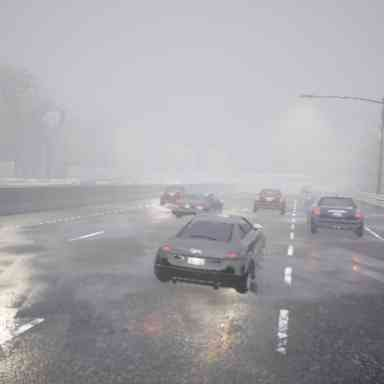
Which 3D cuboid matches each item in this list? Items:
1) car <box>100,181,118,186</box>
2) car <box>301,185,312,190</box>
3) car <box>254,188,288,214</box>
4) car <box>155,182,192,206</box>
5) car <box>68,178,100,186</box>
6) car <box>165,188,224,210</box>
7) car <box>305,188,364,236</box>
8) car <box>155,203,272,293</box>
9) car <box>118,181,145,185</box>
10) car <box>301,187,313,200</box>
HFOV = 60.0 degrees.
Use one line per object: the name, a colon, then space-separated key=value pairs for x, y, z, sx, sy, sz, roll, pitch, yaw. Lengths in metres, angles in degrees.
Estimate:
car: x=-11.881 y=-1.011 z=49.964 sx=2.033 sy=1.411 sz=5.357 roll=3 pitch=3 yaw=18
car: x=19.622 y=-0.347 z=56.492 sx=2.097 sy=1.767 sz=4.553 roll=3 pitch=2 yaw=18
car: x=5.840 y=0.505 z=24.361 sx=2.097 sy=1.767 sz=4.553 roll=3 pitch=3 yaw=18
car: x=-0.823 y=0.178 z=26.473 sx=2.097 sy=1.767 sz=4.553 roll=3 pitch=3 yaw=18
car: x=-15.985 y=-1.295 z=48.573 sx=2.097 sy=1.767 sz=4.553 roll=3 pitch=3 yaw=18
car: x=0.523 y=0.729 z=19.203 sx=2.033 sy=1.411 sz=5.357 roll=3 pitch=3 yaw=17
car: x=6.705 y=0.894 z=15.865 sx=2.097 sy=1.767 sz=4.553 roll=3 pitch=3 yaw=18
car: x=0.691 y=1.219 z=8.194 sx=1.994 sy=1.385 sz=4.181 roll=3 pitch=3 yaw=18
car: x=-8.427 y=-0.914 z=49.292 sx=2.128 sy=1.511 sz=4.902 roll=3 pitch=2 yaw=18
car: x=11.755 y=0.598 z=31.775 sx=2.033 sy=1.411 sz=5.357 roll=3 pitch=3 yaw=18
